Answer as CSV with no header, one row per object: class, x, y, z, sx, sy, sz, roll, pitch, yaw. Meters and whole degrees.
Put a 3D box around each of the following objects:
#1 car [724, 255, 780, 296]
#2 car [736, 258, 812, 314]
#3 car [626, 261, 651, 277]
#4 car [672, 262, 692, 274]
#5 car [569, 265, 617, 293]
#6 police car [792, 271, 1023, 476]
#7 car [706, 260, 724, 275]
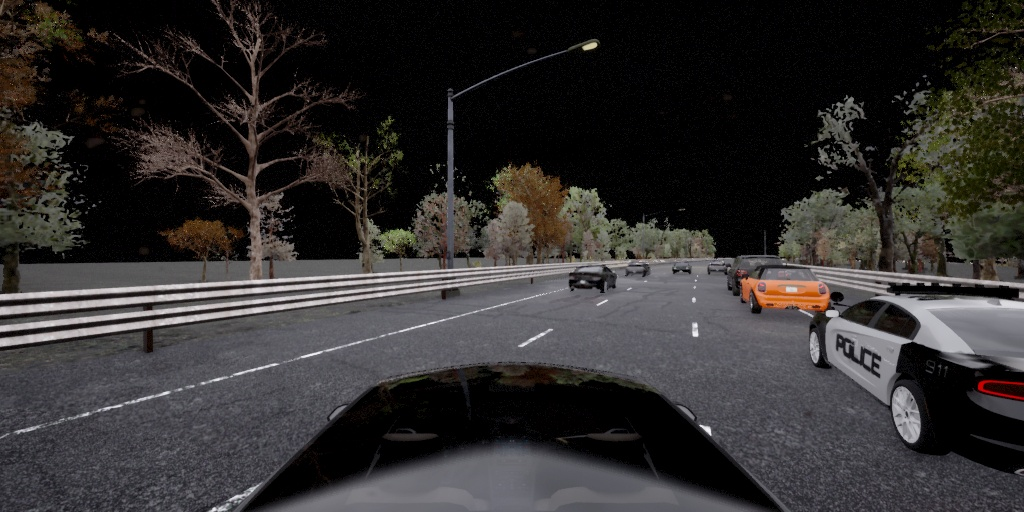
car,12.671,0.978,18.754,2.150,2.045,5.566,0,0,27
car,9.951,1.102,13.423,2.097,1.767,4.553,0,0,27
car,12.522,1.252,35.458,2.128,1.511,4.902,0,0,28
car,19.393,1.369,40.789,1.895,1.301,4.718,0,0,29
car,4.790,1.230,20.764,1.882,1.535,5.008,0,0,27
police car,5.614,1.175,4.707,1.930,1.638,5.238,0,0,26
car,22.503,1.261,39.304,2.128,1.511,4.902,0,0,29
